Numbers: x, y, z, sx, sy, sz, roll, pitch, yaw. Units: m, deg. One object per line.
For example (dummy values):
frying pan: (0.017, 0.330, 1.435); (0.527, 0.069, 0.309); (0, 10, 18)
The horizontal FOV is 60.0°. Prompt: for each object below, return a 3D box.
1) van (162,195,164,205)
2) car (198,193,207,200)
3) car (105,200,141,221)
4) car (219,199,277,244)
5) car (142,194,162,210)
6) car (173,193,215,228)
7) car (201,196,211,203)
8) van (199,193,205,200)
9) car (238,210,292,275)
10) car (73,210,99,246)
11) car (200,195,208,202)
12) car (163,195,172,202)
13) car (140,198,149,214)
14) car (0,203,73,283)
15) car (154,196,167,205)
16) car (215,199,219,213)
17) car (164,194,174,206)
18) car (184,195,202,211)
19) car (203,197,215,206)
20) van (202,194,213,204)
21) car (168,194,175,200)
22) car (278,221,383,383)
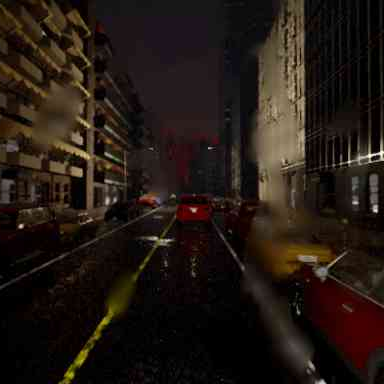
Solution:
van: (-5.600, 1.271, 54.245); (1.690, 1.788, 3.998); (1, 0, 0)
car: (2.769, 1.199, 87.065); (2.192, 1.841, 5.009); (1, 0, 0)
car: (-5.624, 1.533, 26.513); (1.947, 1.339, 4.313); (1, 0, 0)
car: (2.720, 1.295, 15.505); (2.192, 1.841, 5.009); (1, 0, 0)
car: (-5.608, 1.260, 43.152); (2.192, 1.841, 5.009); (1, 0, 0)
car: (0.119, 1.193, 22.268); (2.150, 2.045, 5.566); (0, 0, 0)
car: (2.750, 1.458, 65.435); (1.887, 1.381, 4.507); (1, 0, 0)
van: (2.773, 1.217, 92.573); (1.690, 1.788, 3.998); (1, 0, 0)
car: (2.712, 1.513, 10.128); (1.752, 1.417, 4.829); (1, 0, 0)
car: (-5.632, 1.506, 15.248); (1.752, 1.417, 4.829); (1, 0, 0)
car: (2.757, 1.480, 76.530); (1.802, 1.307, 4.206); (1, 0, 0)
car: (-5.590, 1.481, 76.433); (1.802, 1.307, 4.206); (1, 0, 0)
car: (-5.621, 1.541, 32.060); (1.802, 1.307, 4.206); (1, 0, 0)
car: (-5.631, 1.303, 9.871); (2.192, 1.841, 5.009); (1, 0, 0)
car: (-5.602, 1.504, 59.793); (1.802, 1.307, 4.206); (1, 0, 0)
car: (2.729, 1.399, 32.148); (1.967, 1.590, 4.097); (1, 0, 0)
car: (-3.024, 1.493, 54.353); (1.994, 1.385, 4.181); (0, 0, 0)
car: (0.129, 1.298, 41.386); (2.097, 1.767, 4.553); (0, 0, 0)
car: (2.742, 1.511, 54.340); (1.802, 1.307, 4.206); (1, 0, 0)
van: (2.750, 1.263, 59.887); (1.690, 1.788, 3.998); (1, 0, 0)
car: (-5.611, 1.402, 92.378); (1.752, 1.417, 4.829); (1, 0, 0)
car: (2.710, 1.435, 4.409); (1.967, 1.590, 4.097); (1, 0, 0)
